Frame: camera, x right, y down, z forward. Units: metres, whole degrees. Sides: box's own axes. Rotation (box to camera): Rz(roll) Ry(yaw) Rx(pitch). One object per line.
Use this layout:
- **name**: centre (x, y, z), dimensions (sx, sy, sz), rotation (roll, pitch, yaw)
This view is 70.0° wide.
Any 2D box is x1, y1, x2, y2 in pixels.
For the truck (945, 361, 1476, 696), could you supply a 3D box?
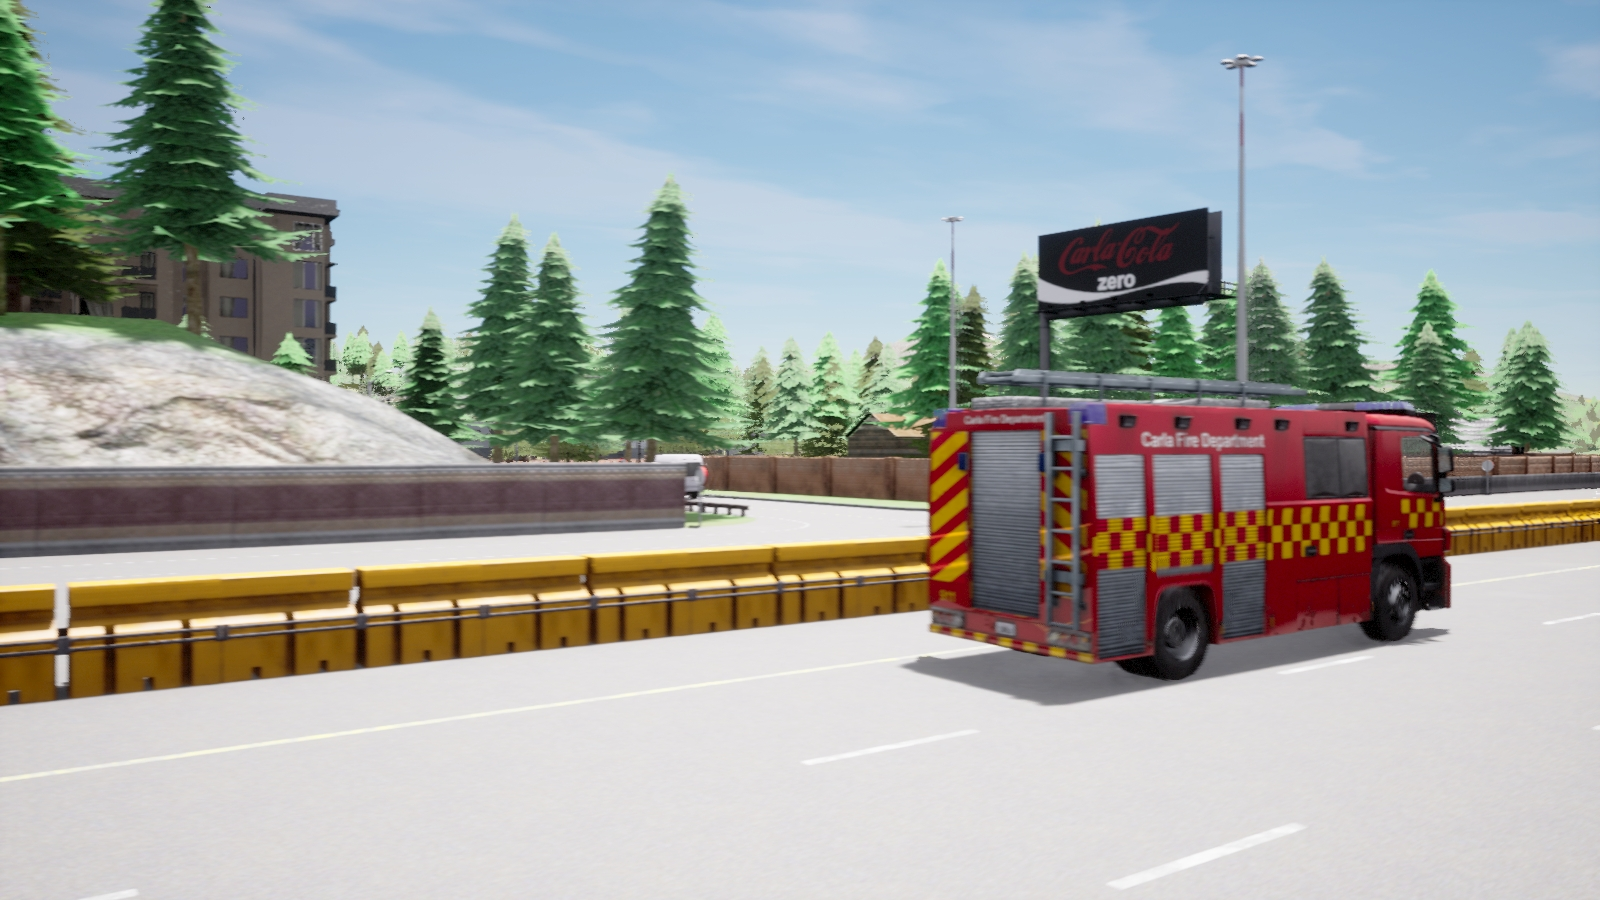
- **truck**: centre (6.268, 0.901, 16.649), dimensions (8.468, 3.827, 2.891), rotation (0, 0, -35)

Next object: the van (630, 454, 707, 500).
- **van**: centre (-7.765, 1.538, 66.791), dimensions (1.988, 2.561, 5.915), rotation (0, 0, -34)
